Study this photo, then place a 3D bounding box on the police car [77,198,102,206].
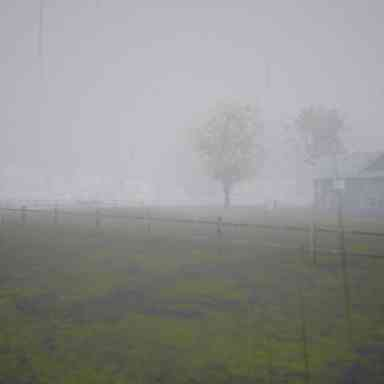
[{"bbox_3d":[-20.105,1.948,65.521,1.930,1.638,5.238,-1,-2,36],"label":"police car"}]
